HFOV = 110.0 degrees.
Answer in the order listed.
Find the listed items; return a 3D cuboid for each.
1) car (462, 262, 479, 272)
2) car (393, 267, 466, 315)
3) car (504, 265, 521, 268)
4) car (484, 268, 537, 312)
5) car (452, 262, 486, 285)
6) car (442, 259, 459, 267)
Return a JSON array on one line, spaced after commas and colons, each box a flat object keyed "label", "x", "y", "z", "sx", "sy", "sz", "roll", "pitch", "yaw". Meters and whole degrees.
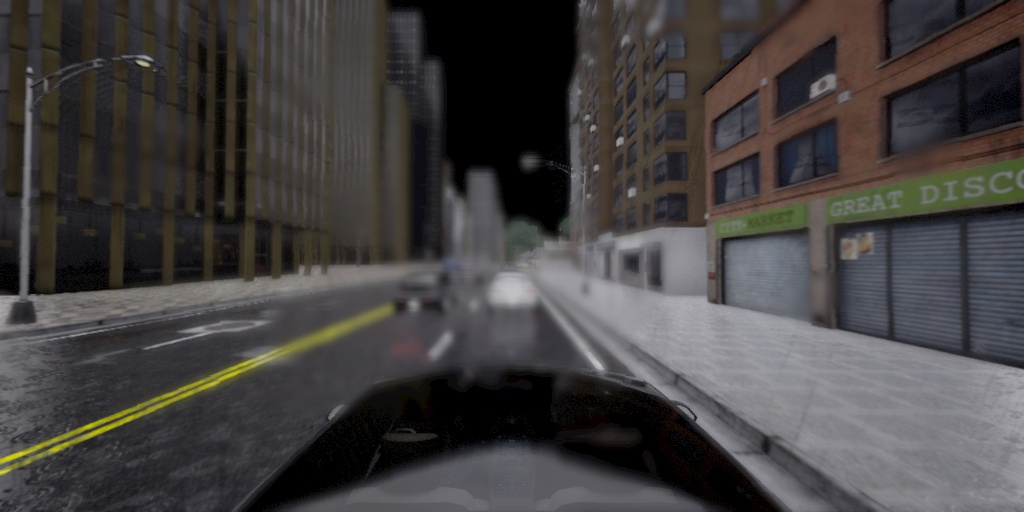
[{"label": "car", "x": -6.549, "y": 1.752, "z": 57.022, "sx": 2.128, "sy": 1.511, "sz": 4.902, "roll": 0, "pitch": -1, "yaw": 0}, {"label": "car", "x": -3.205, "y": 1.378, "z": 14.254, "sx": 1.837, "sy": 1.490, "sz": 4.892, "roll": 0, "pitch": 0, "yaw": 1}, {"label": "car", "x": 0.045, "y": 1.506, "z": 29.201, "sx": 2.128, "sy": 1.511, "sz": 4.902, "roll": 0, "pitch": 0, "yaw": 0}, {"label": "car", "x": 0.051, "y": 1.403, "z": 14.868, "sx": 1.812, "sy": 1.442, "sz": 4.674, "roll": 0, "pitch": 0, "yaw": 1}, {"label": "car", "x": -3.205, "y": 1.505, "z": 29.201, "sx": 2.128, "sy": 1.511, "sz": 4.902, "roll": 0, "pitch": 0, "yaw": 1}, {"label": "car", "x": -9.790, "y": 1.492, "z": 58.190, "sx": 2.150, "sy": 2.045, "sz": 5.566, "roll": 0, "pitch": -1, "yaw": 1}]
